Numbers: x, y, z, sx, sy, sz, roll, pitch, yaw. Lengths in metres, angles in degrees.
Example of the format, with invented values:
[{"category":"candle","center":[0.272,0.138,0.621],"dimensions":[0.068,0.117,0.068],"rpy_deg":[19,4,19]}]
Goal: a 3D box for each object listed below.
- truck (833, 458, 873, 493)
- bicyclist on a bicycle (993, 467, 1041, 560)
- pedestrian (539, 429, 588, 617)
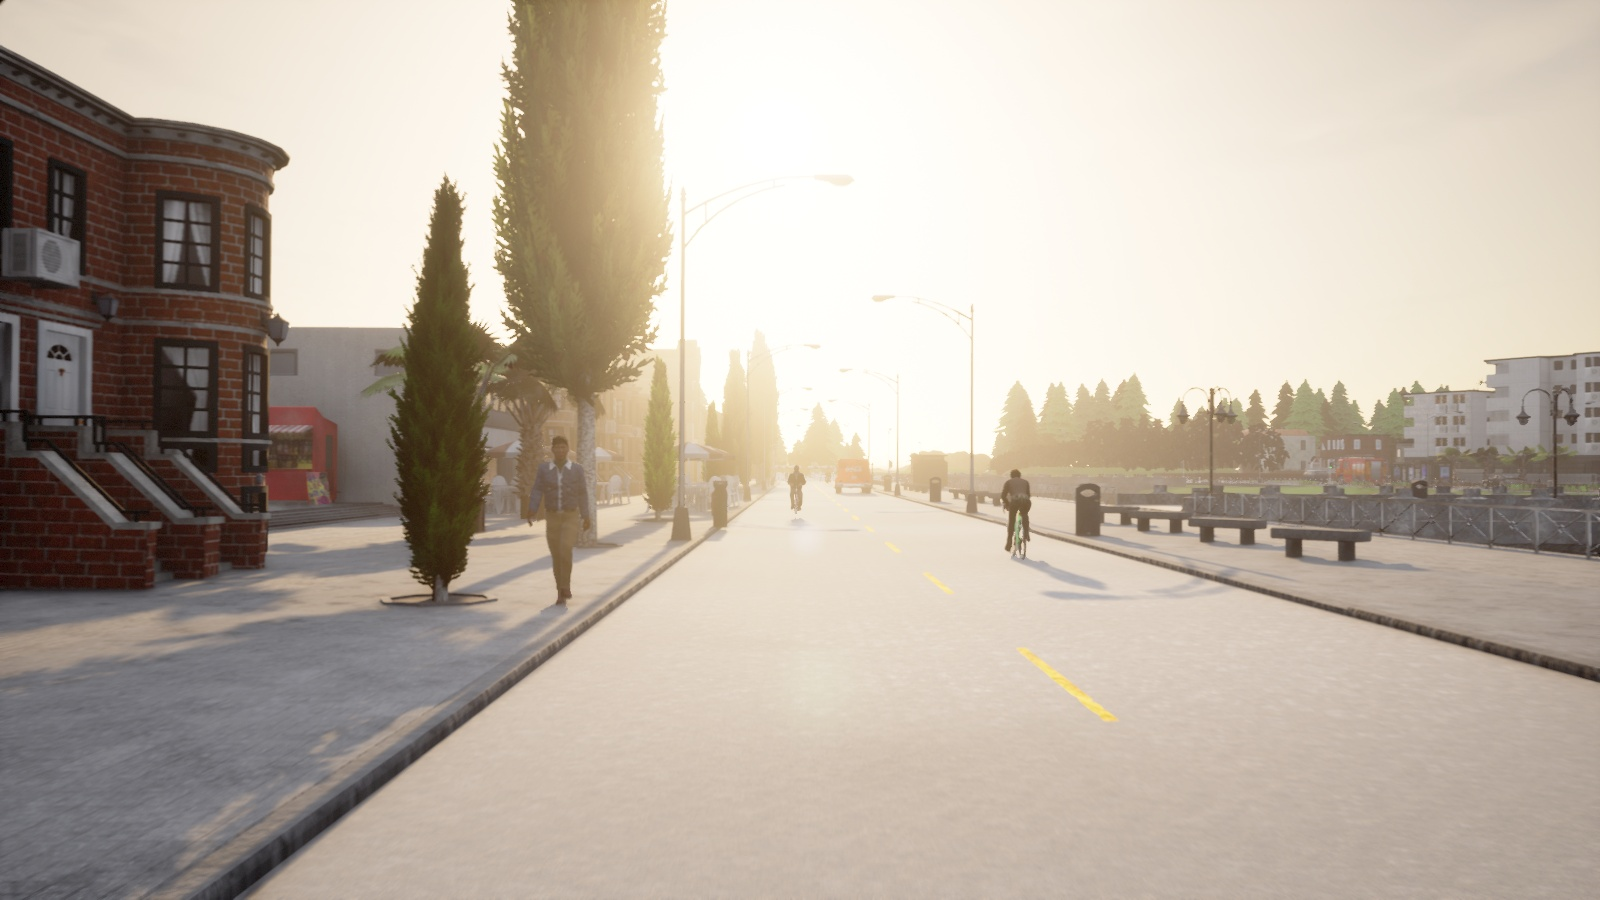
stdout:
[{"category":"truck","center":[3.764,1.824,90.287],"dimensions":[2.627,2.467,5.204],"rpy_deg":[0,-1,0]},{"category":"bicyclist on a bicycle","center":[3.939,1.135,22.873],"dimensions":[0.582,1.620,1.656],"rpy_deg":[0,-1,0]},{"category":"pedestrian","center":[-2.523,0.759,13.425],"dimensions":[0.423,1.949,0.788],"rpy_deg":[0,-1,-3]}]
